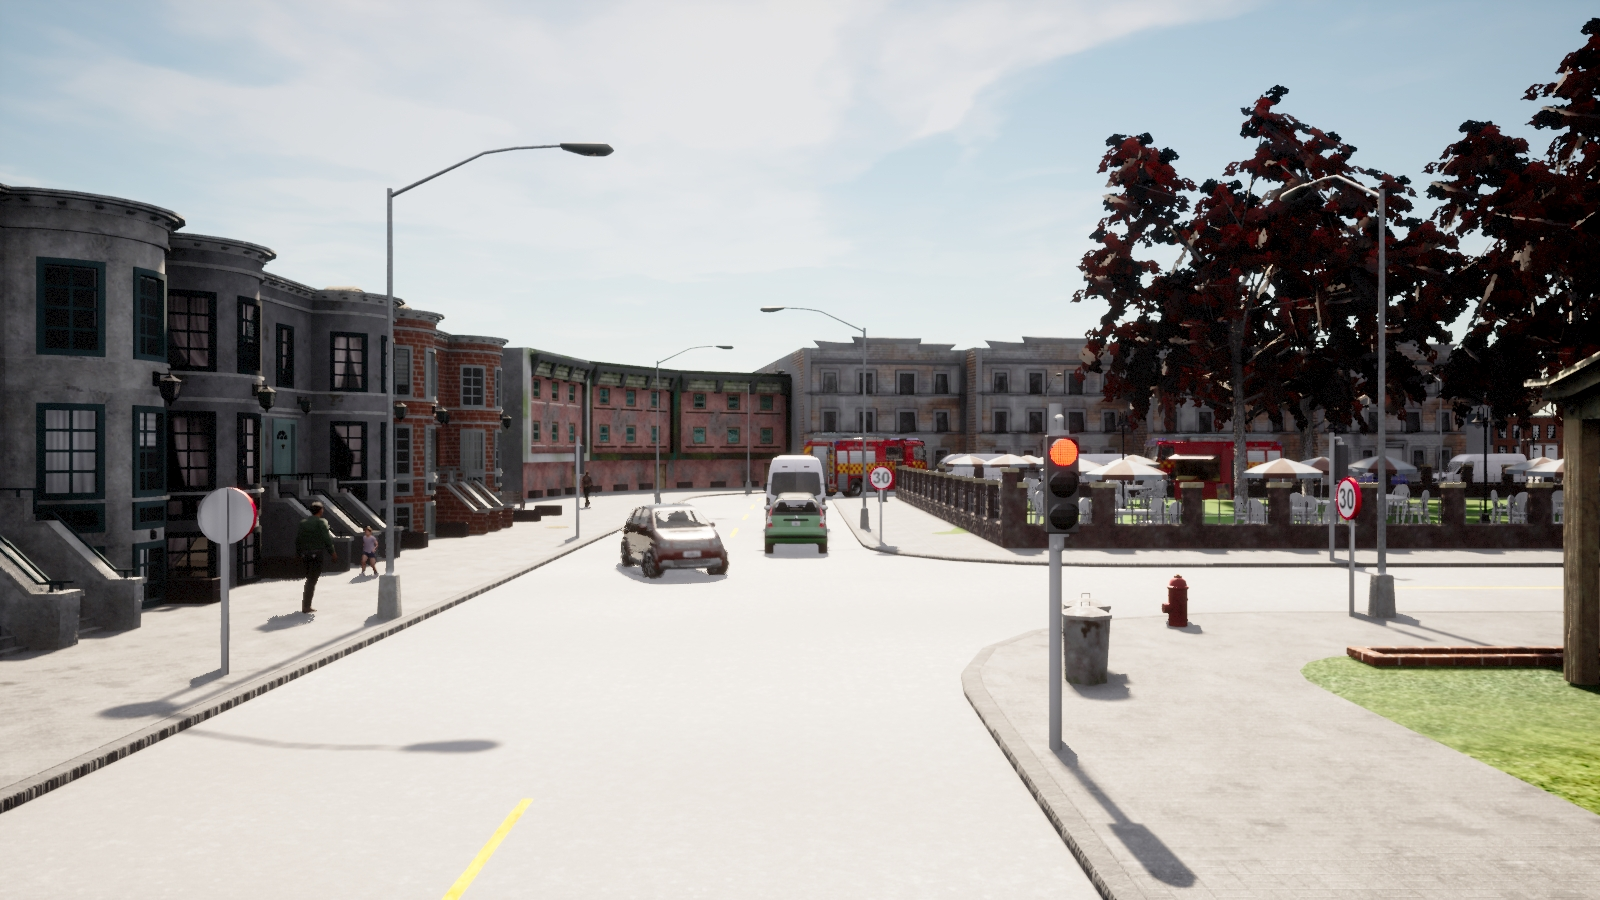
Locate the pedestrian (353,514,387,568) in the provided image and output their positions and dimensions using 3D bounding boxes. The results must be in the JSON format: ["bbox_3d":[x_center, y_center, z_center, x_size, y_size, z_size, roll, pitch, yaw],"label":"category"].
[{"bbox_3d":[-9.049,1.904,24.048,0.500,1.100,0.500,0,0,6],"label":"pedestrian"}]

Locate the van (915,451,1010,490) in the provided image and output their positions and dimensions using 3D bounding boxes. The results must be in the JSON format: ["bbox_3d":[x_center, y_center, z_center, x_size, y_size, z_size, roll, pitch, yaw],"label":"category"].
[{"bbox_3d":[10.550,1.314,74.428,5.915,2.561,1.988,0,0,0],"label":"van"}]

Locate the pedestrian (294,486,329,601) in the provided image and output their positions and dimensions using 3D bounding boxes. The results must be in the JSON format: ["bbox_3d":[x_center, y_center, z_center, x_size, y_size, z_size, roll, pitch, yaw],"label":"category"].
[{"bbox_3d":[-8.013,1.524,18.737,0.375,1.860,0.375,0,0,12],"label":"pedestrian"}]

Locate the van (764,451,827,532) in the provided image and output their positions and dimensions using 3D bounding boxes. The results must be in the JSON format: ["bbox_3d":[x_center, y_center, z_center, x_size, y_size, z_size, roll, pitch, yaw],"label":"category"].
[{"bbox_3d":[-0.147,1.315,39.074,1.988,2.561,5.915,0,0,0],"label":"van"}]

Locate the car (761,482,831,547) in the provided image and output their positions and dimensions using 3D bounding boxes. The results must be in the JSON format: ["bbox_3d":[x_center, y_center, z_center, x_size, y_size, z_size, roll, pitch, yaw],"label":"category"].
[{"bbox_3d":[-0.119,1.779,32.373,1.851,1.617,3.988,0,0,0],"label":"car"}]

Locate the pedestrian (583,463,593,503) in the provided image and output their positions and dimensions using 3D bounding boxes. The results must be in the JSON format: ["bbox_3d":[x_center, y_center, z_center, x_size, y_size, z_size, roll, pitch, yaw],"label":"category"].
[{"bbox_3d":[-9.783,1.525,52.652,0.375,1.860,0.375,0,0,3],"label":"pedestrian"}]

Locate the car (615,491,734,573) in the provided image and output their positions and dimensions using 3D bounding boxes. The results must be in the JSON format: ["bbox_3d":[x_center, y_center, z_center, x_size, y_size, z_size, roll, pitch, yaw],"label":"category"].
[{"bbox_3d":[-2.954,1.805,26.196,1.789,1.549,3.705,-1,0,-21],"label":"car"}]

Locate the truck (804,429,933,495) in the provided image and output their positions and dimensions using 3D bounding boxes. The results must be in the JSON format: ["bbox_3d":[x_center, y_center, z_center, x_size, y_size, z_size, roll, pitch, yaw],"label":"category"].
[{"bbox_3d":[4.295,0.672,70.228,8.468,3.827,2.891,0,0,-43],"label":"truck"}]
